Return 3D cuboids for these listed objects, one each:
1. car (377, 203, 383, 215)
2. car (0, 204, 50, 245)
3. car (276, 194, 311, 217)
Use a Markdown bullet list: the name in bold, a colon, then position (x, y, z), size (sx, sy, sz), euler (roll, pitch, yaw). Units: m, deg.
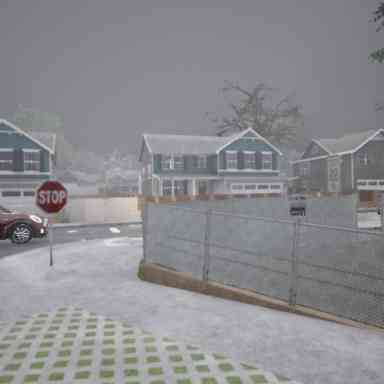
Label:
- **car**: position (12.964, 0.732, 19.261), size (4.181, 1.385, 1.994), euler (-2, 0, -17)
- **car**: position (-7.812, 1.062, 12.451), size (4.553, 1.767, 2.097), euler (-2, 0, -20)
- **car**: position (5.771, 0.872, 20.001), size (4.902, 1.511, 2.128), euler (-2, 0, -18)
